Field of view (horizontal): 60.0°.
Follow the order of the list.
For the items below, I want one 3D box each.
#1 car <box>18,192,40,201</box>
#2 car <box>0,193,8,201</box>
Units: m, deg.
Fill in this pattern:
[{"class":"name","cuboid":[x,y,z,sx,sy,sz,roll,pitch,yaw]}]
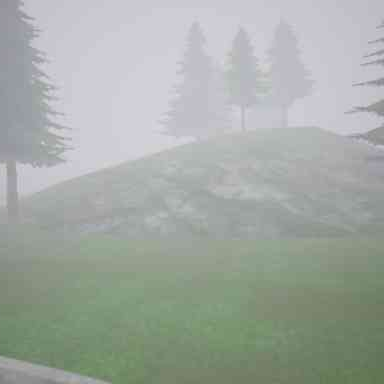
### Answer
[{"class":"car","cuboid":[-27.331,0.684,55.044,1.812,1.442,4.674,-1,1,14]},{"class":"car","cuboid":[-30.824,0.820,55.499,1.895,1.301,4.718,-1,1,14]}]
